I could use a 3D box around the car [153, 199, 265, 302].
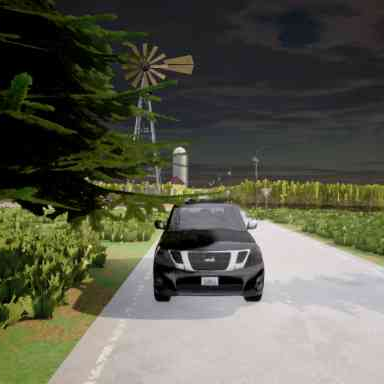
[{"bbox_3d":[0.330,1.221,8.638,2.150,2.045,5.566,0,0,0],"label":"car"}]
